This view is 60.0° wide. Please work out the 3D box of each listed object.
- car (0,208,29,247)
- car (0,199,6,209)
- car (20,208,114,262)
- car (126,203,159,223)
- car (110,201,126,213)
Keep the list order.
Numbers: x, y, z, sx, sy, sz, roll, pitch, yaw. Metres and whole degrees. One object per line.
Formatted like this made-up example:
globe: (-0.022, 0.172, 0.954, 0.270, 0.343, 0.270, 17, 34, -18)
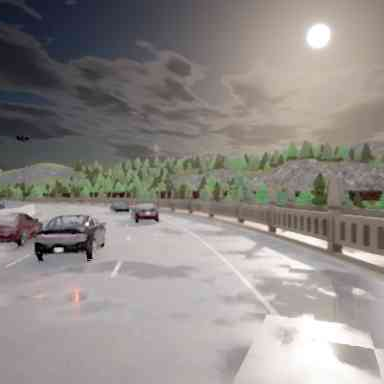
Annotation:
car: (-8.370, 1.681, 15.552, 1.812, 1.442, 4.674, 0, 0, -9)
car: (-30.294, 1.881, 51.848, 2.097, 1.767, 4.553, 0, 0, -33)
car: (-4.442, 1.604, 12.720, 2.128, 1.511, 4.902, 0, 0, -7)
car: (-4.055, 1.716, 28.250, 2.163, 1.488, 4.792, 0, 0, -15)
car: (-9.313, 1.905, 42.859, 1.994, 1.385, 4.181, 0, 0, -24)
